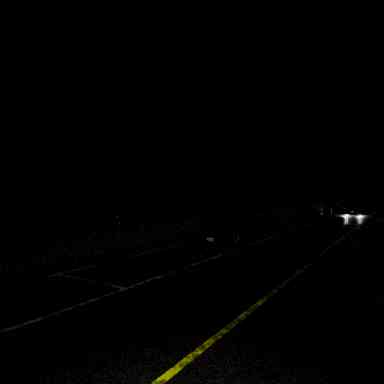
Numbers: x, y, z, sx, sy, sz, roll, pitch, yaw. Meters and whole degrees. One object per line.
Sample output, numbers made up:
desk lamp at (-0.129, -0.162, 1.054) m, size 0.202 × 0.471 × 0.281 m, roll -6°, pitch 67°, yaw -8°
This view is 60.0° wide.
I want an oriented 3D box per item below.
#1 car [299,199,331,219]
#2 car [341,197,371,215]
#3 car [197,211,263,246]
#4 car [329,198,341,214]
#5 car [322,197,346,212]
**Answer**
car at (10.702, 1.583, 29.454) m, size 1.802 × 1.307 × 4.206 m, roll 0°, pitch 0°, yaw 32°
car at (16.996, 1.549, 34.591) m, size 2.033 × 1.411 × 5.357 m, roll 0°, pitch 0°, yaw 32°
car at (1.897, 1.566, 15.411) m, size 1.947 × 1.339 × 4.313 m, roll 0°, pitch 0°, yaw 32°
car at (13.638, 1.567, 34.135) m, size 1.947 × 1.339 × 4.313 m, roll 0°, pitch 0°, yaw 32°
car at (16.573, 1.442, 38.816) m, size 1.967 × 1.590 × 4.097 m, roll 0°, pitch 0°, yaw 32°
